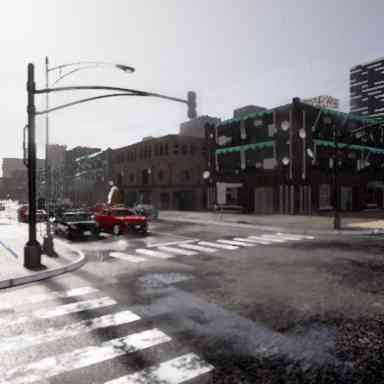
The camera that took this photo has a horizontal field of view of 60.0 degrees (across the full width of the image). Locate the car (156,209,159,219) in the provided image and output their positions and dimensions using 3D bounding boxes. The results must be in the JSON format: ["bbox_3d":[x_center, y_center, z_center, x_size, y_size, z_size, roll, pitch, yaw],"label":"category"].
[{"bbox_3d":[-4.663,1.845,30.987,2.008,1.369,4.403,-1,0,-35],"label":"car"}]

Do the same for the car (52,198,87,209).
[{"bbox_3d":[-10.354,1.710,29.014,2.097,1.767,4.553,-1,0,-35],"label":"car"}]

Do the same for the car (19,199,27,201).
[{"bbox_3d":[-43.159,2.442,85.116,1.967,1.590,4.097,-1,0,-35],"label":"car"}]

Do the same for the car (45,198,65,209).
[{"bbox_3d":[-23.915,1.974,58.052,2.192,1.841,5.009,-1,0,-35],"label":"car"}]

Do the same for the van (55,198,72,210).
[{"bbox_3d":[-20.706,1.942,53.541,1.690,1.788,3.998,-1,0,-35],"label":"van"}]

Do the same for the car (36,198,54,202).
[{"bbox_3d":[-16.515,1.699,37.695,2.150,2.045,5.566,-1,0,-35],"label":"car"}]

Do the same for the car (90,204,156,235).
[{"bbox_3d":[-4.479,1.719,20.751,1.882,1.535,5.008,-1,0,-35],"label":"car"}]

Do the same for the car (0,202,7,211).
[{"bbox_3d":[-30.640,2.246,53.055,1.752,1.417,4.829,-1,0,-35],"label":"car"}]

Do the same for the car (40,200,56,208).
[{"bbox_3d":[-27.118,2.262,62.562,1.887,1.381,4.507,-1,0,-35],"label":"car"}]

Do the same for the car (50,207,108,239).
[{"bbox_3d":[-6.756,1.829,19.261,1.947,1.339,4.313,-1,0,-35],"label":"car"}]

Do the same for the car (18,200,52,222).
[{"bbox_3d":[-14.702,1.861,30.639,1.967,1.590,4.097,-1,0,-35],"label":"car"}]
